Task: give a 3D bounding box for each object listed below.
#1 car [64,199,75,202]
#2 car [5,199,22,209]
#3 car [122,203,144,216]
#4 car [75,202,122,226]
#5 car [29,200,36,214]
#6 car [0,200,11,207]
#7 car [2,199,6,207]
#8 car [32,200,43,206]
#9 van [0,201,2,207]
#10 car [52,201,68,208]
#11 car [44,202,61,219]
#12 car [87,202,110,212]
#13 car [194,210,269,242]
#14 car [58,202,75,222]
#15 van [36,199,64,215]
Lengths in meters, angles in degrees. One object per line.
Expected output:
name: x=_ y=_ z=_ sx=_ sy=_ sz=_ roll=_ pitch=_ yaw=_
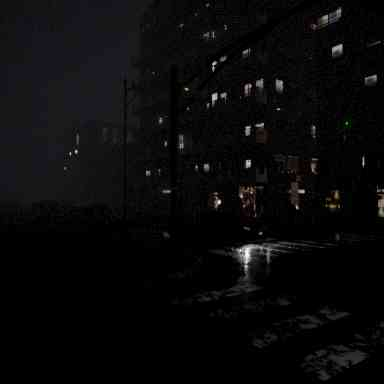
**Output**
car: x=-23.301 y=2.161 z=62.140 sx=2.192 sy=1.841 sz=5.009 roll=-1 pitch=0 yaw=-35
car: x=-33.131 y=2.366 z=62.360 sx=1.967 sy=1.590 sz=4.097 roll=-1 pitch=0 yaw=-35
car: x=-7.380 y=2.006 z=39.793 sx=1.752 sy=1.417 sz=4.829 roll=-1 pitch=0 yaw=-35
car: x=-7.487 y=1.777 z=26.360 sx=1.967 sy=1.590 sz=4.097 roll=-1 pitch=0 yaw=-35
car: x=-20.309 y=2.074 z=44.360 sx=1.967 sy=1.590 sz=4.097 roll=-1 pitch=0 yaw=-35
car: x=-42.647 y=2.667 z=75.721 sx=1.752 sy=1.417 sz=4.829 roll=-1 pitch=0 yaw=-35
car: x=-36.334 y=2.543 z=66.860 sx=1.887 sy=1.381 sz=4.507 roll=-1 pitch=0 yaw=-35
car: x=-39.313 y=2.775 z=84.625 sx=1.947 sy=1.339 sz=4.313 roll=-1 pitch=0 yaw=-35
van: x=-39.543 y=2.412 z=71.360 sx=1.690 sy=1.788 sz=3.998 roll=-1 pitch=0 yaw=-35
car: x=-26.501 y=2.463 z=66.637 sx=1.887 sy=1.381 sz=4.507 roll=-1 pitch=0 yaw=-35
car: x=-13.896 y=2.037 z=35.359 sx=2.008 sy=1.369 sz=4.403 roll=-1 pitch=0 yaw=-35
car: x=-13.687 y=2.192 z=48.649 sx=1.947 sy=1.339 sz=4.313 roll=-1 pitch=0 yaw=-35
car: x=1.900 y=1.701 z=17.625 sx=1.812 sy=1.442 sz=4.674 roll=0 pitch=-1 yaw=-35
car: x=-10.593 y=1.934 z=30.721 sx=1.752 sy=1.417 sz=4.829 roll=-1 pitch=0 yaw=-35
van: x=-17.105 y=1.901 z=39.860 sx=1.690 sy=1.788 sz=3.998 roll=-1 pitch=0 yaw=-35
